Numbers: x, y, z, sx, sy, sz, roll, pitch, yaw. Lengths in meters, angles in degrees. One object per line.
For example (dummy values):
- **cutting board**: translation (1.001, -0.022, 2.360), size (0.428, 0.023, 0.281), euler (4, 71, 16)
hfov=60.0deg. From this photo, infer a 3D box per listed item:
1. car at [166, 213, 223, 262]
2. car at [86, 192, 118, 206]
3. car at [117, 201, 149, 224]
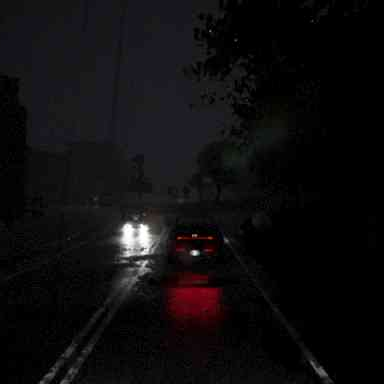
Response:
- **car**: translation (0.098, 1.542, 12.269), size (1.837, 1.490, 4.892), euler (0, 0, 0)
- **car**: translation (-13.630, 1.013, 50.581), size (2.150, 2.045, 5.566), euler (-1, -1, 24)
- **car**: translation (-4.303, 1.512, 24.844), size (2.128, 1.511, 4.902), euler (0, 1, -12)
